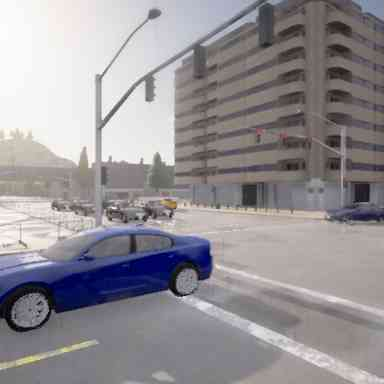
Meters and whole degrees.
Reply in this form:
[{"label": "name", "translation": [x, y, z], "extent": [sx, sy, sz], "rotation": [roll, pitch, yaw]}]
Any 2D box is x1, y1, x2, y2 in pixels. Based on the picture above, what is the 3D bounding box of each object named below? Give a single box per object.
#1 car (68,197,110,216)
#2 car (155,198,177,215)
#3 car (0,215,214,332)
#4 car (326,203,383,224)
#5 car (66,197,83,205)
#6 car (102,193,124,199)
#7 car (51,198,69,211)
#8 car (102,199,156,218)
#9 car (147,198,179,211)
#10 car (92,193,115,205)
[{"label": "car", "translation": [-10.341, 1.543, 33.186], "extent": [2.128, 1.511, 4.902], "rotation": [0, 0, -35]}, {"label": "car", "translation": [-3.427, 1.541, 29.476], "extent": [2.128, 1.511, 4.902], "rotation": [0, 0, -35]}, {"label": "car", "translation": [-1.818, 1.475, 7.012], "extent": [5.008, 1.535, 1.882], "rotation": [0, 0, -36]}, {"label": "car", "translation": [12.169, 1.544, 24.301], "extent": [4.674, 1.442, 1.812], "rotation": [0, 1, -8]}, {"label": "car", "translation": [-22.039, 1.612, 62.167], "extent": [1.994, 1.385, 4.181], "rotation": [0, 0, -35]}, {"label": "car", "translation": [-9.127, 1.271, 37.528], "extent": [2.150, 2.045, 5.566], "rotation": [0, 0, -35]}, {"label": "car", "translation": [-16.147, 1.543, 41.402], "extent": [2.128, 1.511, 4.902], "rotation": [0, 0, -35]}, {"label": "car", "translation": [-5.094, 1.542, 25.773], "extent": [2.128, 1.511, 4.902], "rotation": [0, 0, -35]}, {"label": "car", "translation": [-3.797, 1.524, 42.434], "extent": [1.882, 1.535, 5.008], "rotation": [0, 0, -35]}, {"label": "car", "translation": [-15.880, 1.268, 59.527], "extent": [2.150, 2.045, 5.566], "rotation": [0, 0, -35]}]
